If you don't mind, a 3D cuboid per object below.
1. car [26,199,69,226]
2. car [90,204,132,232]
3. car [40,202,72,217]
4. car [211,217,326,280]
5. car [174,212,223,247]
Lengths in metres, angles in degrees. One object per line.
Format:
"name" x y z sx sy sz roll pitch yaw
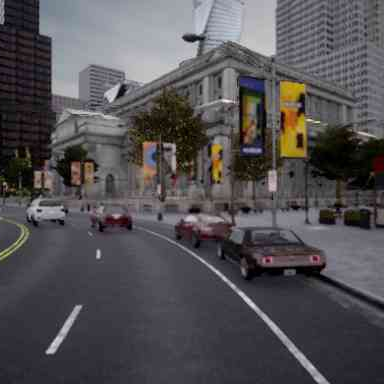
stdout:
"car" -11.725 1.540 26.525 2.150 2.045 5.566 0 -1 -33
"car" -5.547 1.601 22.469 2.097 1.767 4.553 0 -1 -25
"car" -15.371 1.934 37.347 2.128 1.511 4.902 0 -1 -37
"car" 2.072 1.688 10.298 1.895 1.301 4.718 0 -1 -8
"car" 0.528 1.675 15.817 2.002 1.452 4.674 0 -1 -18
